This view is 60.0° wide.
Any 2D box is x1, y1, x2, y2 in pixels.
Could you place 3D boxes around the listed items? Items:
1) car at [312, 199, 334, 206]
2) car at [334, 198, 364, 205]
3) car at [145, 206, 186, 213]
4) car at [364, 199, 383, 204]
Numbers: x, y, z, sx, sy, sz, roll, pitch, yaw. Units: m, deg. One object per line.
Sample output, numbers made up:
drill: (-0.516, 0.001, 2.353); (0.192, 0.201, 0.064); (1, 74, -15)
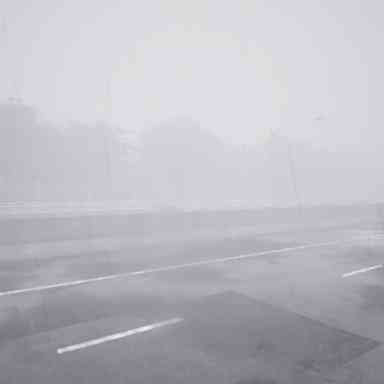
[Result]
car: (16.990, 1.562, 41.851); (4.674, 1.442, 1.812); (0, 0, -35)
car: (19.291, 1.543, 39.196); (4.892, 1.490, 1.837); (0, 0, -35)
car: (-1.699, 1.561, 19.882); (4.181, 1.385, 1.994); (0, 0, -35)
car: (21.092, 1.562, 36.183); (4.674, 1.442, 1.812); (1, 0, -35)
